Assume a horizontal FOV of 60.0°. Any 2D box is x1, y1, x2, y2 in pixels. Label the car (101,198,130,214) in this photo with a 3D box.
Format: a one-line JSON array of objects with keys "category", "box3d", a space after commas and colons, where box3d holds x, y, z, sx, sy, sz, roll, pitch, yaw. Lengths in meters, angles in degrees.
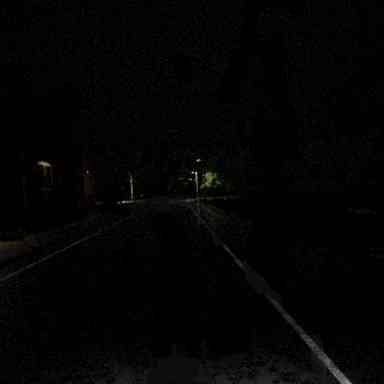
[{"category": "car", "box3d": [-9.274, 1.659, 40.049, 1.905, 1.878, 3.866, 5, -4, -45]}]
